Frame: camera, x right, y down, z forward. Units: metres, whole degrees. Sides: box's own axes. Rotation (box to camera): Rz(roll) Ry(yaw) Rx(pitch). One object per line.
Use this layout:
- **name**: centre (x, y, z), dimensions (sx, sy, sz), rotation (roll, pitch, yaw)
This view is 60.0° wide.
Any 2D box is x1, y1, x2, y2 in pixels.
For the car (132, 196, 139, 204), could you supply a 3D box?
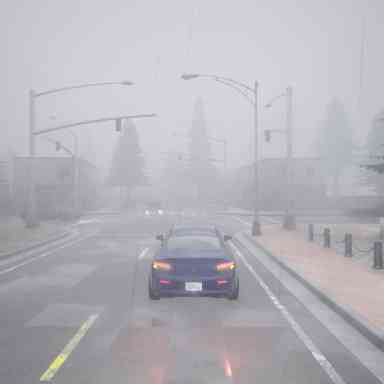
- **car**: centre (-10.082, 1.470, 62.777), dimensions (1.837, 1.490, 4.892), rotation (0, 0, -23)

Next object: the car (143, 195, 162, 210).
- **car**: centre (-4.938, 1.443, 43.084), dimensions (1.882, 1.535, 5.008), rotation (0, 0, -6)

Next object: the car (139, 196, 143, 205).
- **car**: centre (-6.689, 1.318, 52.971), dimensions (2.097, 1.767, 4.553), rotation (0, 0, -15)

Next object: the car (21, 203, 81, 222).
- **car**: centre (-10.650, 1.549, 25.322), dimensions (4.181, 1.385, 1.994), rotation (0, 0, -1)

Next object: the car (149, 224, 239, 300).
- **car**: centre (0.041, 1.526, 8.256), dimensions (1.812, 1.442, 4.674), rotation (0, 0, 0)

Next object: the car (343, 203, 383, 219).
- **car**: centre (15.443, 1.585, 28.132), dimensions (4.718, 1.301, 1.895), rotation (0, 0, 2)
